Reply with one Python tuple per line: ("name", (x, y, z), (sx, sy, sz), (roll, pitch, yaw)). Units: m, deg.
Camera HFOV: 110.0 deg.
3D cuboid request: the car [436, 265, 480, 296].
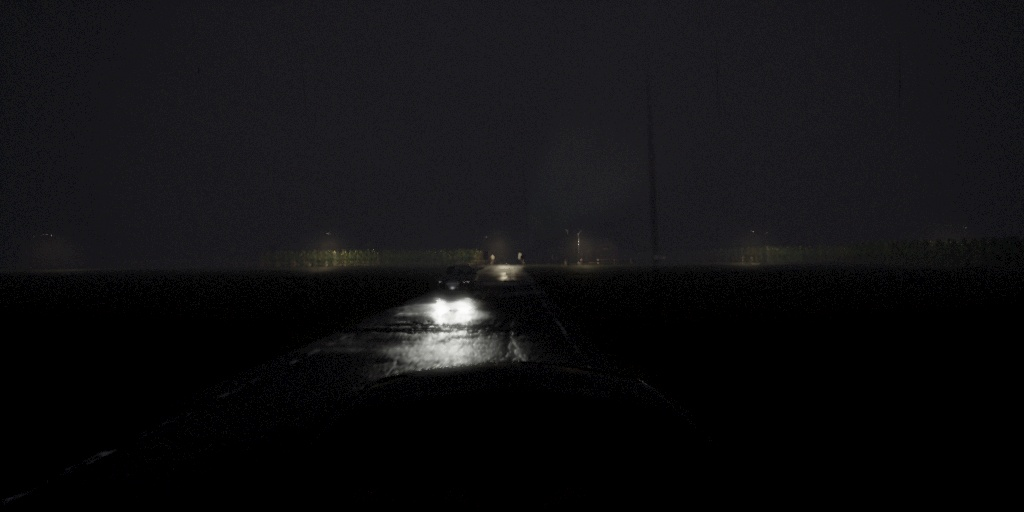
("car", (-2.849, 1.264, 19.658), (2.128, 1.511, 4.902), (0, 0, 0))
